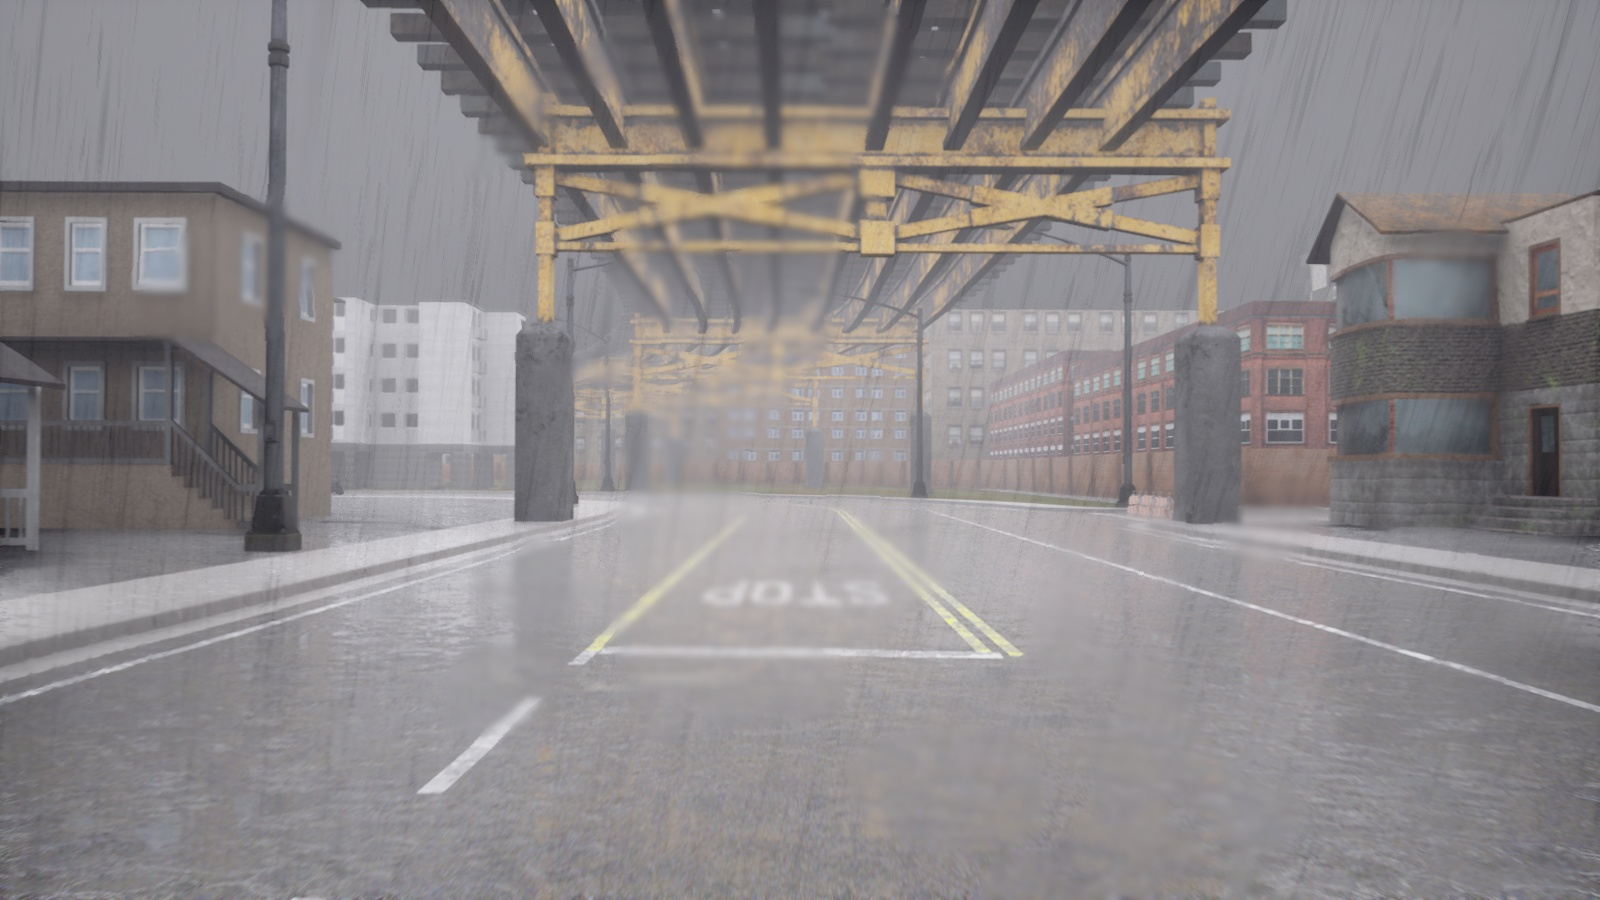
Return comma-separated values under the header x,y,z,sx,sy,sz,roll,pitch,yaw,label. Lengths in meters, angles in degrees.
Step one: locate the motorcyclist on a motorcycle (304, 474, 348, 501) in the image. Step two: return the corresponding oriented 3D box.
x,y,z,sx,sy,sz,roll,pitch,yaw,label
-27.392,2.174,72.587,2.191,1.530,0.866,0,-1,-1,motorcyclist on a motorcycle
